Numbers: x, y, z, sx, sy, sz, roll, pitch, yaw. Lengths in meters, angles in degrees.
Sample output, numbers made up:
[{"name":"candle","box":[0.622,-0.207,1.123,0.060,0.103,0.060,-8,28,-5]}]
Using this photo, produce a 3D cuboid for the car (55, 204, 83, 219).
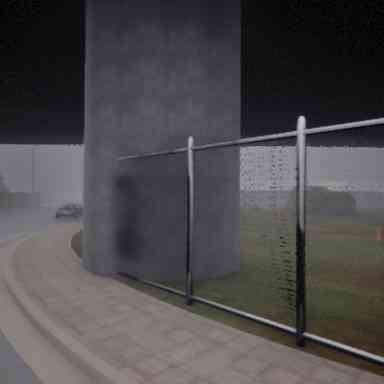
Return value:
[{"name":"car","box":[-11.503,1.830,32.054,1.994,1.385,4.181,0,-1,0]}]
